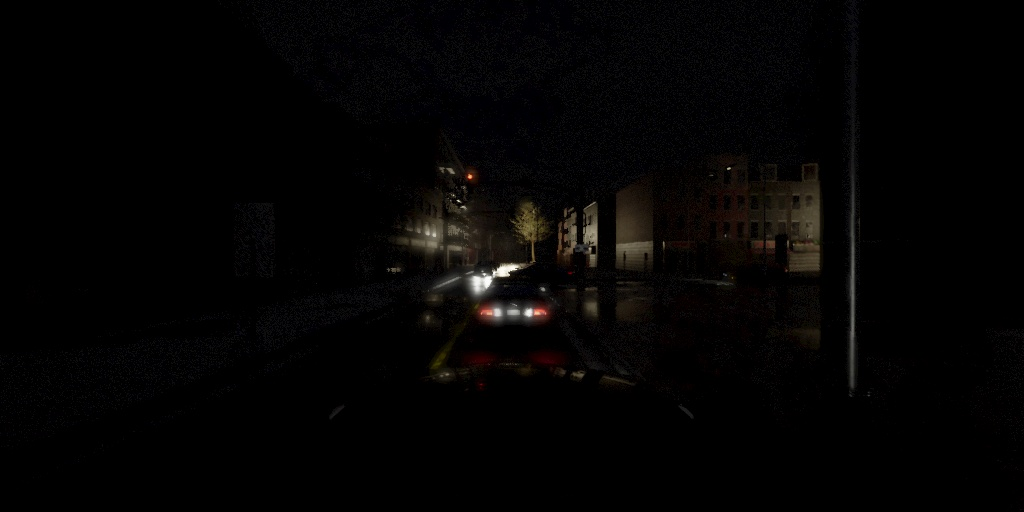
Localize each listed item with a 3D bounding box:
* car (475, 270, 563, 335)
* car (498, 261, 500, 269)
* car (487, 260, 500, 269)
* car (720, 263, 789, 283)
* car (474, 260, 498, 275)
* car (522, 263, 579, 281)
[{"bbox_3d":[0.046,1.297,10.448,2.033,1.411,5.357,0,0,0],"label":"car"},{"bbox_3d":[-2.942,1.331,47.778,1.994,1.385,4.181,0,0,0],"label":"car"},{"bbox_3d":[-2.960,1.342,58.171,1.994,1.385,4.181,0,0,-1],"label":"car"},{"bbox_3d":[17.559,1.209,26.077,4.181,1.385,1.994,0,0,0],"label":"car"},{"bbox_3d":[-2.917,1.250,37.946,2.128,1.511,4.902,0,0,0],"label":"car"},{"bbox_3d":[2.358,1.281,27.620,5.357,1.411,2.033,-1,0,27],"label":"car"}]
